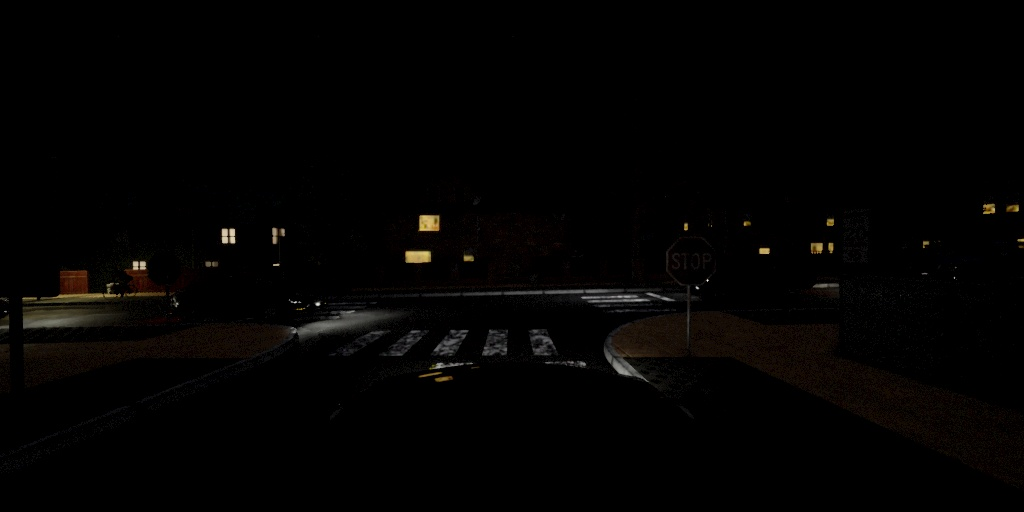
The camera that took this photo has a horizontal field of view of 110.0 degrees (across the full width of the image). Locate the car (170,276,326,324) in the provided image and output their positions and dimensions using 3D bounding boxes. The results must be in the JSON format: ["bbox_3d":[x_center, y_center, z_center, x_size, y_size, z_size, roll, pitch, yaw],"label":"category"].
[{"bbox_3d":[-9.015,1.442,12.407,4.892,1.490,1.837,-1,1,6],"label":"car"}]

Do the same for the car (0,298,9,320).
[{"bbox_3d":[-21.051,1.696,12.670,5.008,1.535,1.882,-1,1,0],"label":"car"}]

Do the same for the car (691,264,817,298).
[{"bbox_3d":[10.340,1.032,15.777,4.718,1.301,1.895,-1,1,0],"label":"car"}]

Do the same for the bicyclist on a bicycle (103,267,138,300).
[{"bbox_3d":[-20.223,1.410,18.521,0.582,1.620,1.656,-1,1,0],"label":"bicyclist on a bicycle"}]

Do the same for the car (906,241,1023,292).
[{"bbox_3d":[20.965,0.403,15.823,5.566,2.045,2.150,-1,1,0],"label":"car"}]
